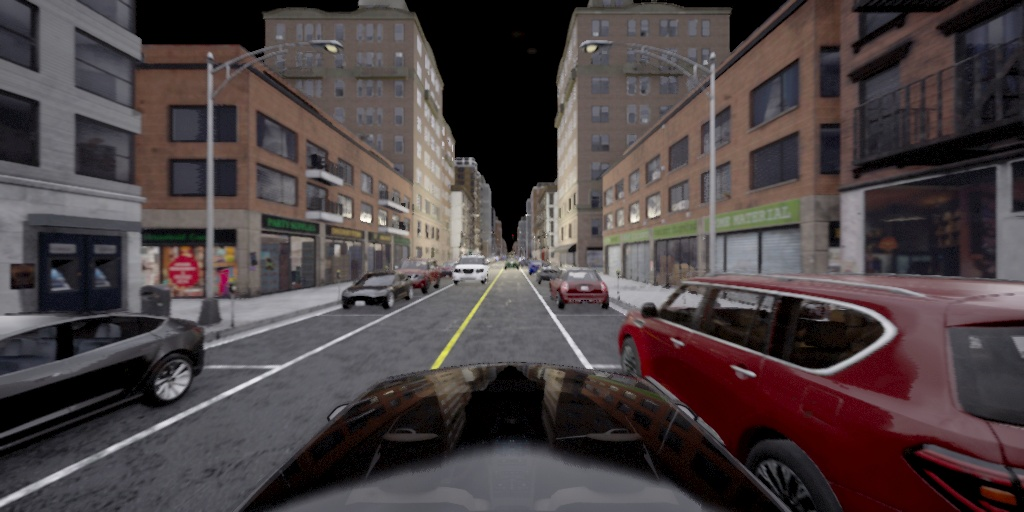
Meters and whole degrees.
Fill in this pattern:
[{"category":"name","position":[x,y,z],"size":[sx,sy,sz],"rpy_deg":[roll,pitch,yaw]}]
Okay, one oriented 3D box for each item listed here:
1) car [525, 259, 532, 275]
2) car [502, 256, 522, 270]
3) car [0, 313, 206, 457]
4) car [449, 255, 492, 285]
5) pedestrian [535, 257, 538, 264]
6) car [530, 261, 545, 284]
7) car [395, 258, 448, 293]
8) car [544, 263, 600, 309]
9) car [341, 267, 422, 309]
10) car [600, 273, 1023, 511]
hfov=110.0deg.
[{"category":"car","position":[2.723,1.216,38.010],"size":[1.882,1.535,5.008],"rpy_deg":[0,0,0]},{"category":"car","position":[-0.021,1.083,53.190],"size":[2.097,1.767,4.553],"rpy_deg":[0,0,0]},{"category":"car","position":[-5.389,1.315,3.558],"size":[1.948,1.339,4.313],"rpy_deg":[0,0,0]},{"category":"car","position":[-2.867,0.964,26.131],"size":[2.150,2.045,5.566],"rpy_deg":[0,0,0]},{"category":"pedestrian","position":[2.721,1.031,41.014],"size":[0.375,1.860,0.375],"rpy_deg":[0,0,-10]},{"category":"car","position":[2.619,1.293,26.295],"size":[2.007,1.370,4.403],"rpy_deg":[0,0,0]},{"category":"car","position":[-5.402,1.058,20.603],"size":[2.192,1.841,5.009],"rpy_deg":[0,0,0]},{"category":"car","position":[2.627,1.186,14.932],"size":[1.967,1.591,4.097],"rpy_deg":[0,0,0]},{"category":"car","position":[-5.398,1.311,14.922],"size":[1.948,1.339,4.313],"rpy_deg":[0,0,0]},{"category":"car","position":[2.636,1.064,3.570],"size":[2.192,1.841,5.009],"rpy_deg":[0,0,0]}]
